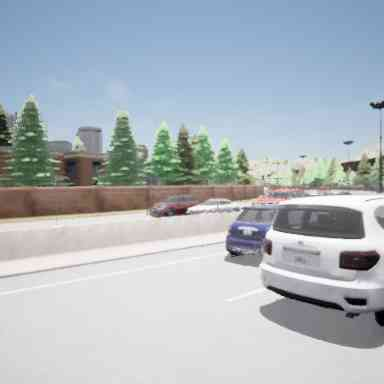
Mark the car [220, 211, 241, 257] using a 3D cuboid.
[{"bbox_3d":[3.245,1.170,11.073,4.553,1.767,2.097,-2,1,-40],"label":"car"}]

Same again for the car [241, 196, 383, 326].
[{"bbox_3d":[3.763,1.078,6.890,5.566,2.045,2.150,-2,1,-39],"label":"car"}]

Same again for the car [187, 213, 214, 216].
[{"bbox_3d":[1.653,1.221,24.131,1.812,1.442,4.674,0,1,44],"label":"car"}]
